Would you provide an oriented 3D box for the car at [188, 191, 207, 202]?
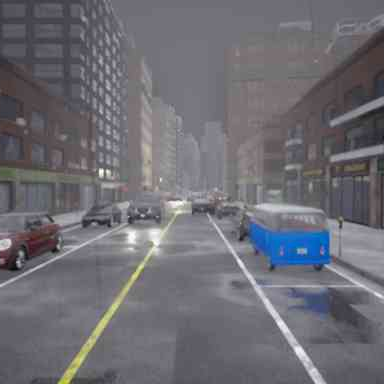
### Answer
[{"bbox_3d":[0.852,1.134,47.646,2.097,1.767,4.553,0,0,0],"label":"car"}]

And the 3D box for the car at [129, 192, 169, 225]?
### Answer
[{"bbox_3d":[-3.094,1.114,23.614,2.150,2.045,5.566,0,0,0],"label":"car"}]

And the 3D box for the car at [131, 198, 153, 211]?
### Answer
[{"bbox_3d":[-5.665,1.409,37.996,1.802,1.307,4.206,-1,0,0],"label":"car"}]

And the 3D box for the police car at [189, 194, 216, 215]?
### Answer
[{"bbox_3d":[0.908,1.281,31.787,1.930,1.638,5.238,0,0,0],"label":"police car"}]

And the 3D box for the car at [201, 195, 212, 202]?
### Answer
[{"bbox_3d":[2.868,1.257,65.541,1.947,1.339,4.313,-1,0,0],"label":"car"}]

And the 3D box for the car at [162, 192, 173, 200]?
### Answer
[{"bbox_3d":[-5.657,0.947,76.549,2.192,1.841,5.009,-1,0,0],"label":"car"}]

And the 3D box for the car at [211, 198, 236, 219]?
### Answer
[{"bbox_3d":[2.857,1.428,26.997,2.008,1.369,4.403,-1,0,0],"label":"car"}]

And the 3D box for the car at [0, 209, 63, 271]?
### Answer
[{"bbox_3d":[-5.673,1.392,10.457,1.967,1.590,4.097,-1,0,0],"label":"car"}]

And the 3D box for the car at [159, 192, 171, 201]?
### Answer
[{"bbox_3d":[-5.658,0.977,71.041,2.192,1.841,5.009,-1,0,0],"label":"car"}]

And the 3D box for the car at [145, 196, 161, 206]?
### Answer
[{"bbox_3d":[-5.662,1.357,49.011,1.802,1.307,4.206,-1,0,0],"label":"car"}]

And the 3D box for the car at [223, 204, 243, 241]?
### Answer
[{"bbox_3d":[2.854,1.477,15.985,2.008,1.369,4.403,-1,0,0],"label":"car"}]

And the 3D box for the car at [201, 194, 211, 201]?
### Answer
[{"bbox_3d":[2.869,1.228,71.048,1.947,1.339,4.313,-1,0,0],"label":"car"}]

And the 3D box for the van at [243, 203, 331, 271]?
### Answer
[{"bbox_3d":[2.851,1.292,10.479,1.690,1.788,3.998,-1,0,0],"label":"van"}]

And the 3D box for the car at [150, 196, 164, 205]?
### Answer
[{"bbox_3d":[-5.660,1.330,54.519,1.802,1.307,4.206,-1,0,0],"label":"car"}]

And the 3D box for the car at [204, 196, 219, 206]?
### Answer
[{"bbox_3d":[2.863,1.341,49.022,1.947,1.339,4.313,-1,0,0],"label":"car"}]

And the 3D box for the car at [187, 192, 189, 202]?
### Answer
[{"bbox_3d":[0.017,1.257,65.564,1.994,1.385,4.181,0,0,0],"label":"car"}]

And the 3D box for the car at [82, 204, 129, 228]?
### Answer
[{"bbox_3d":[-5.669,1.468,21.473,1.947,1.339,4.313,-1,0,0],"label":"car"}]

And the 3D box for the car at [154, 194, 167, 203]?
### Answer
[{"bbox_3d":[-5.660,1.160,60.026,1.967,1.590,4.097,-1,0,0],"label":"car"}]

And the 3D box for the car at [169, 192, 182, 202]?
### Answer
[{"bbox_3d":[-3.002,1.170,65.243,1.882,1.535,5.008,0,0,1],"label":"car"}]

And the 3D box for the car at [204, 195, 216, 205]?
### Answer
[{"bbox_3d":[2.865,1.273,54.698,1.752,1.417,4.829,-1,0,0],"label":"car"}]

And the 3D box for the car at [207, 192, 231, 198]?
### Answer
[{"bbox_3d":[2.856,1.167,32.502,2.192,1.841,5.009,-1,0,0],"label":"car"}]
